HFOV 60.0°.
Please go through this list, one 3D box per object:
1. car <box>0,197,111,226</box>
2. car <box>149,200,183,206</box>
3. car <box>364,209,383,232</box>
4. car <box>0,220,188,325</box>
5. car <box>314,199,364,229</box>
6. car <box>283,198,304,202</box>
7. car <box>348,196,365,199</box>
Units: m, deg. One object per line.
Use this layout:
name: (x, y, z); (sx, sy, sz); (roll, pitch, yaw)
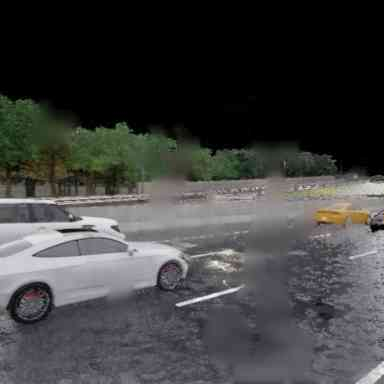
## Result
car: (-4.703, 1.173, 9.545); (5.566, 2.045, 2.150); (0, 0, -40)
car: (-2.407, 1.461, 29.936); (4.181, 1.385, 1.994); (0, 0, -40)
car: (11.724, 1.548, 18.679); (4.181, 1.385, 1.994); (0, 0, -40)
car: (-2.233, 1.494, 7.049); (4.674, 1.442, 1.812); (0, 0, -40)
car: (9.921, 1.445, 21.735); (5.008, 1.535, 1.882); (0, 0, -40)
car: (13.134, 1.461, 42.941); (4.181, 1.385, 1.994); (0, 0, -40)
car: (26.596, 1.318, 54.251); (4.674, 1.442, 1.812); (0, 1, -40)
